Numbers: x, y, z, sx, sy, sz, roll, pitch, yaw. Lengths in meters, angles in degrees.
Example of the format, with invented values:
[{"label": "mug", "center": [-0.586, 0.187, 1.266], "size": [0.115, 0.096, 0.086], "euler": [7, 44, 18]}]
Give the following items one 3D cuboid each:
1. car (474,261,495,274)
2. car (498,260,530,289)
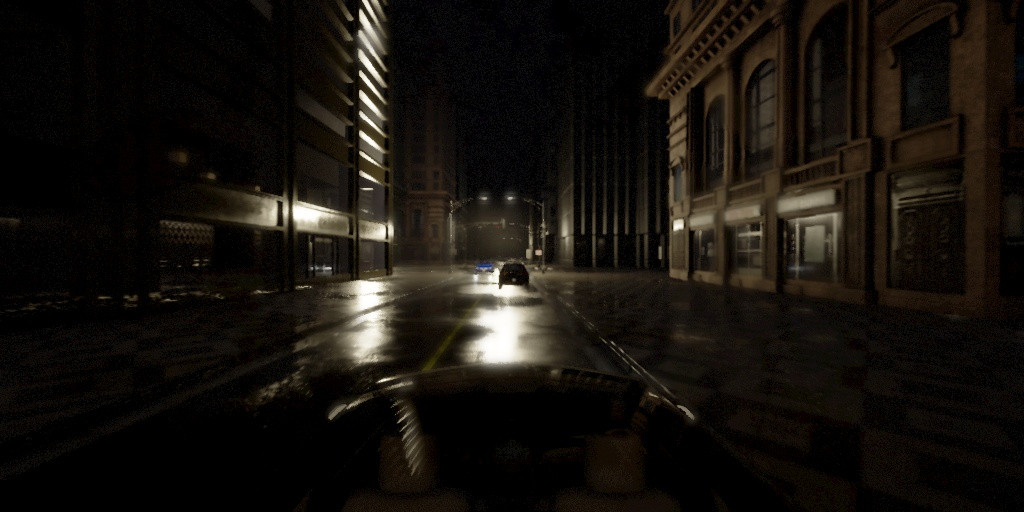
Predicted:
[{"label": "car", "center": [-2.990, 1.269, 40.136], "size": [1.812, 1.442, 4.674], "euler": [0, 0, 0]}, {"label": "car", "center": [0.108, 1.204, 22.891], "size": [1.882, 1.535, 5.008], "euler": [0, 0, 0]}]
